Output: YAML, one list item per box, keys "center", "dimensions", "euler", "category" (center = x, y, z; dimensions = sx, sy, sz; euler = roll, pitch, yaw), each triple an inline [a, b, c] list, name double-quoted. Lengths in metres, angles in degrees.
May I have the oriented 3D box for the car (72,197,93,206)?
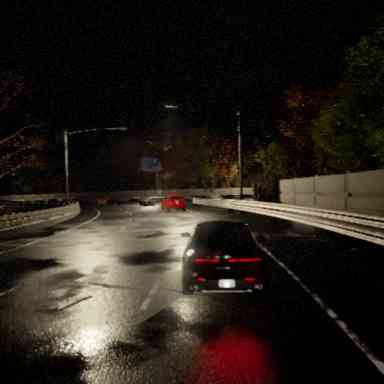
- center: [-23.891, 2.247, 72.597]
  dimensions: [1.882, 1.535, 5.008]
  euler: [-1, 0, -35]
  category: "car"

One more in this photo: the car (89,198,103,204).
- center: [-24.732, 2.315, 85.542]
  dimensions: [1.837, 1.490, 4.892]
  euler: [-1, 0, -39]
  category: "car"

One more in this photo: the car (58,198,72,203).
- center: [-30.119, 2.491, 81.073]
  dimensions: [2.033, 1.411, 5.357]
  euler: [-1, 0, -39]
  category: "car"

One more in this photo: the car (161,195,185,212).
- center: [-2.328, 1.401, 40.564]
  dimensions: [2.150, 2.045, 5.566]
  euler: [-1, 0, -15]
  category: "car"

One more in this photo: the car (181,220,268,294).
- center: [0.761, 1.501, 8.768]
  dimensions: [1.837, 1.490, 4.892]
  euler: [-1, 0, 2]
  category: "car"

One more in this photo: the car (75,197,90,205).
- center: [-27.450, 2.239, 83.333]
  dimensions: [2.097, 1.767, 4.553]
  euler: [-1, 0, -39]
  category: "car"

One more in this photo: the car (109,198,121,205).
- center: [-17.898, 2.093, 76.241]
  dimensions: [1.882, 1.535, 5.008]
  euler: [-1, 0, -35]
  category: "car"

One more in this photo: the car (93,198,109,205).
- center: [-20.906, 2.170, 74.425]
  dimensions: [1.882, 1.535, 5.008]
  euler: [-1, 0, -35]
  category: "car"

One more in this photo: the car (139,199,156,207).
- center: [-7.783, 1.911, 57.116]
  dimensions: [1.895, 1.301, 4.718]
  euler: [-1, 0, -23]
  category: "car"
